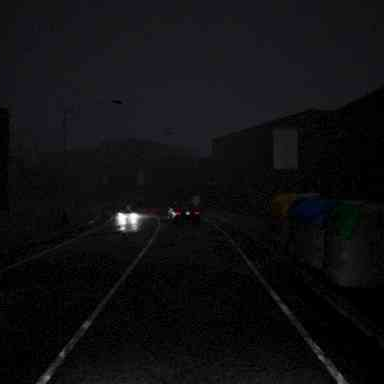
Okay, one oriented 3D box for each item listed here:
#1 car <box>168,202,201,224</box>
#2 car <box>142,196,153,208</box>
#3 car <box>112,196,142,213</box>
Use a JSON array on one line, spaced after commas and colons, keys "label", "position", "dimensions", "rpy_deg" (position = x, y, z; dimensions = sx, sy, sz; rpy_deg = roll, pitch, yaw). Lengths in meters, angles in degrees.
[{"label": "car", "position": [-0.608, 1.376, 23.298], "dimensions": [2.033, 1.411, 5.357], "rpy_deg": [0, 0, -8]}, {"label": "car", "position": [-6.385, 1.181, 40.979], "dimensions": [2.128, 1.511, 4.902], "rpy_deg": [1, 0, -28]}, {"label": "car", "position": [-6.895, 1.218, 33.628], "dimensions": [2.128, 1.511, 4.902], "rpy_deg": [0, 0, -22]}]
